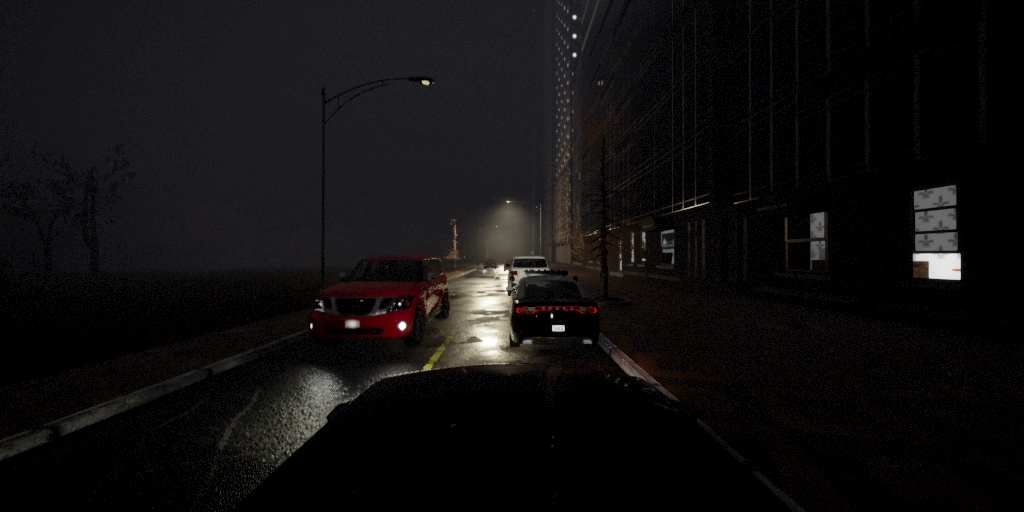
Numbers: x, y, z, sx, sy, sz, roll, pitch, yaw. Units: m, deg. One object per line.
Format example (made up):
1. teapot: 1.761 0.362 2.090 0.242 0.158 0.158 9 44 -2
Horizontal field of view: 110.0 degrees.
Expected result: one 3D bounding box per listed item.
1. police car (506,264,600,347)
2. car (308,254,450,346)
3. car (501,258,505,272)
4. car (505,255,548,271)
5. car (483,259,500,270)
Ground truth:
1. police car: 0.881 1.175 9.430 1.930 1.638 5.238 0 0 0
2. car: -3.120 0.971 9.753 2.150 2.045 5.566 0 0 0
3. car: -0.085 1.226 47.546 1.882 1.535 5.008 0 0 0
4. car: 0.857 0.975 19.351 2.150 2.045 5.566 0 0 0
5. car: -3.219 1.225 53.627 1.882 1.535 5.008 0 0 0
